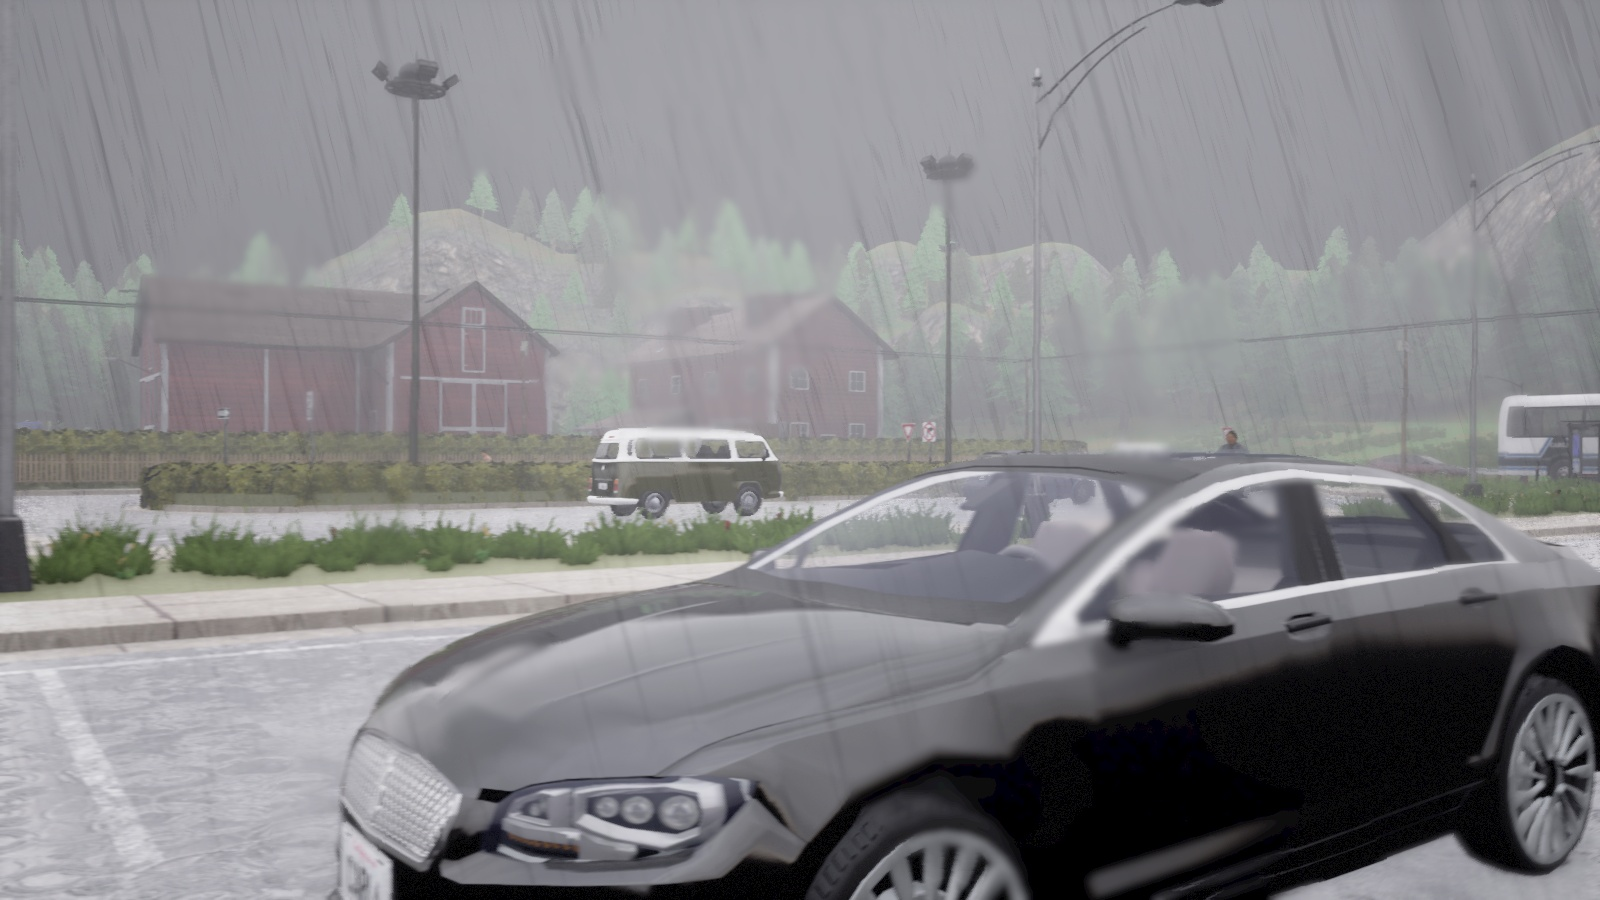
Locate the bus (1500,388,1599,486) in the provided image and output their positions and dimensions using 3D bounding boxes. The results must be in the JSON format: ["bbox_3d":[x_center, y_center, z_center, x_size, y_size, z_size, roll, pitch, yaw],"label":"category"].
[{"bbox_3d":[37.015,-0.575,55.112,3.944,4.253,10.273,0,0,-34],"label":"bus"}]

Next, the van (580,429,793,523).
[{"bbox_3d":[-2.611,0.549,29.230,4.480,2.038,2.069,-1,0,-34],"label":"van"}]

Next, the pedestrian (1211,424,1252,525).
[{"bbox_3d":[7.989,0.444,23.248,0.540,1.848,0.694,0,0,35],"label":"pedestrian"}]

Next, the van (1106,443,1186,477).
[{"bbox_3d":[21.516,0.615,78.239,2.069,2.038,4.480,0,0,-34],"label":"van"}]

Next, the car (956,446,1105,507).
[{"bbox_3d":[6.534,0.716,35.488,3.988,1.617,1.851,0,0,-34],"label":"car"}]

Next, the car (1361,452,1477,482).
[{"bbox_3d":[31.284,0.834,63.545,2.163,1.488,4.792,0,0,-44],"label":"car"}]

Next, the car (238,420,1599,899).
[{"bbox_3d":[0.930,0.710,4.306,4.902,1.511,2.128,0,0,-35],"label":"car"}]

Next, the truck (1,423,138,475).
[{"bbox_3d":[-49.937,-0.061,85.892,7.936,3.462,2.891,0,0,-34],"label":"truck"}]
